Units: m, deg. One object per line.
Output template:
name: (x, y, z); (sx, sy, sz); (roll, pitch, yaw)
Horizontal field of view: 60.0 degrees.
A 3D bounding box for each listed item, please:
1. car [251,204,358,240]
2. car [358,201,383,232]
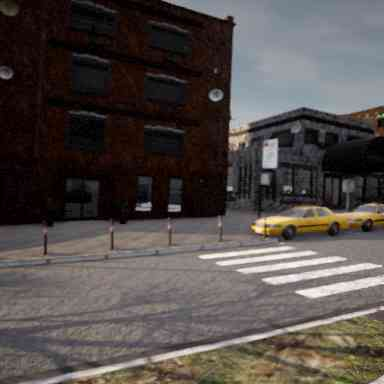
car: (5.421, 1.374, 16.446); (5.366, 1.575, 1.946); (-1, 0, -28)
car: (10.303, 1.329, 19.028); (5.366, 1.575, 1.946); (0, 0, -28)
